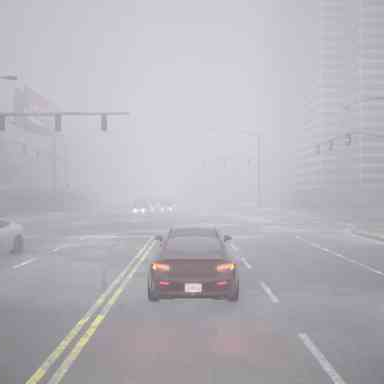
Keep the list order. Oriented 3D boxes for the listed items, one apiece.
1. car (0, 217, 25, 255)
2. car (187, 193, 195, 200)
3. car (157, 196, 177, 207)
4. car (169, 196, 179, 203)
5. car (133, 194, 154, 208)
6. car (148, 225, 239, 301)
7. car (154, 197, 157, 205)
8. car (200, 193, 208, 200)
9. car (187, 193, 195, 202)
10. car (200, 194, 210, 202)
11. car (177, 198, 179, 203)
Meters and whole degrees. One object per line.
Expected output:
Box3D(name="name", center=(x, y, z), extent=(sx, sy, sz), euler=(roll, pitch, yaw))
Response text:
Box3D(name="car", center=(-7.117, 1.527, 10.664), extent=(1.812, 1.442, 4.674), euler=(0, 1, 0))
Box3D(name="car", center=(-0.368, 1.184, 88.252), extent=(2.097, 1.767, 4.553), euler=(0, 0, 0))
Box3D(name="car", center=(-3.805, 1.564, 51.019), extent=(1.994, 1.385, 4.181), euler=(0, 0, 0))
Box3D(name="car", center=(-3.790, 1.552, 69.805), extent=(1.994, 1.385, 4.181), euler=(0, 0, 0))
Box3D(name="car", center=(-7.297, 1.491, 48.411), extent=(2.128, 1.511, 4.902), euler=(0, 0, 0))
Box3D(name="car", center=(0.031, 1.526, 8.170), extent=(1.812, 1.442, 4.674), euler=(0, 0, 0))
Box3D(name="car", center=(-7.322, 1.601, 57.682), extent=(1.895, 1.301, 4.718), euler=(0, 0, 0))
Box3D(name="car", center=(3.132, 1.184, 88.267), extent=(2.097, 1.767, 4.553), euler=(0, 0, 0))
Box3D(name="car", center=(-0.326, 1.584, 78.347), extent=(1.895, 1.301, 4.718), euler=(0, 0, 0))
Box3D(name="car", center=(3.175, 1.515, 77.979), extent=(2.128, 1.511, 4.902), euler=(0, 0, 0))
Box3D(name="car", center=(-3.823, 1.525, 59.796), extent=(1.812, 1.442, 4.674), euler=(0, 0, 0))
